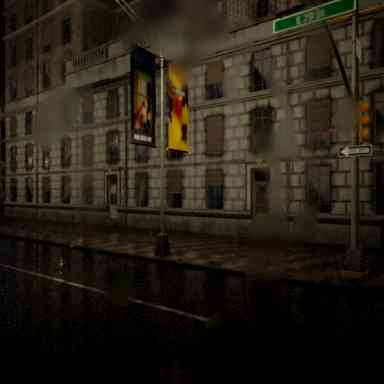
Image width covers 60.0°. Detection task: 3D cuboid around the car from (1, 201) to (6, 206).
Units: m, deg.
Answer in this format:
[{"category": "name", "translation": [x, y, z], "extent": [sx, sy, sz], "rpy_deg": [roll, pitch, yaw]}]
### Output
[{"category": "car", "translation": [-26.103, 1.555, 51.066], "extent": [2.033, 1.411, 5.357], "rpy_deg": [0, 0, 36]}]
